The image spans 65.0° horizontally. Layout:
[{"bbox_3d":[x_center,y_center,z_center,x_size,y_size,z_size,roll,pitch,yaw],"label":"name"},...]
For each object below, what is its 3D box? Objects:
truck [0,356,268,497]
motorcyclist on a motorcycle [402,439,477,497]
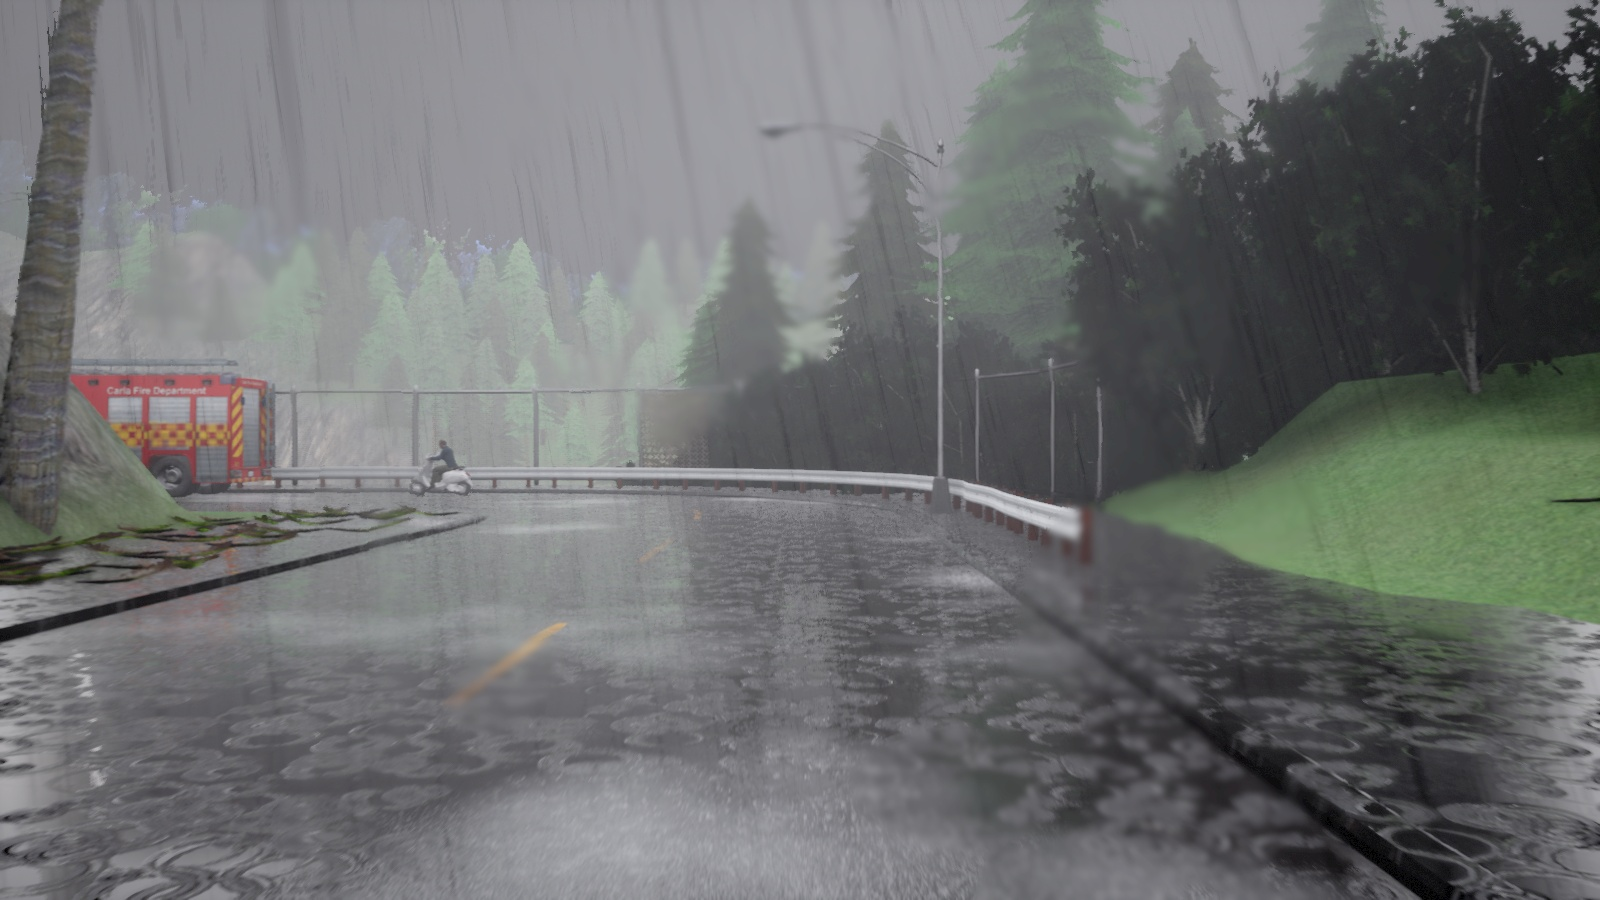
[{"bbox_3d":[-19.862,-0.646,35.453,8.468,3.827,2.891,0,0,-1],"label":"truck"},{"bbox_3d":[-10.063,0.484,35.100,1.817,1.590,0.866,0,1,8],"label":"motorcyclist on a motorcycle"}]
